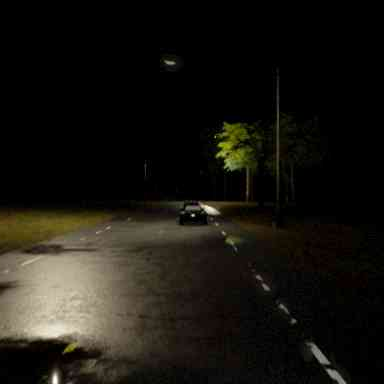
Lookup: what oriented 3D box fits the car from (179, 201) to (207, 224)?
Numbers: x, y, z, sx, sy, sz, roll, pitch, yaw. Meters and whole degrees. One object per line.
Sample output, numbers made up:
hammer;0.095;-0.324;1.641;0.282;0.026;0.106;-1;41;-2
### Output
car;0.062;1.585;24.872;1.994;1.385;4.181;0;0;0
